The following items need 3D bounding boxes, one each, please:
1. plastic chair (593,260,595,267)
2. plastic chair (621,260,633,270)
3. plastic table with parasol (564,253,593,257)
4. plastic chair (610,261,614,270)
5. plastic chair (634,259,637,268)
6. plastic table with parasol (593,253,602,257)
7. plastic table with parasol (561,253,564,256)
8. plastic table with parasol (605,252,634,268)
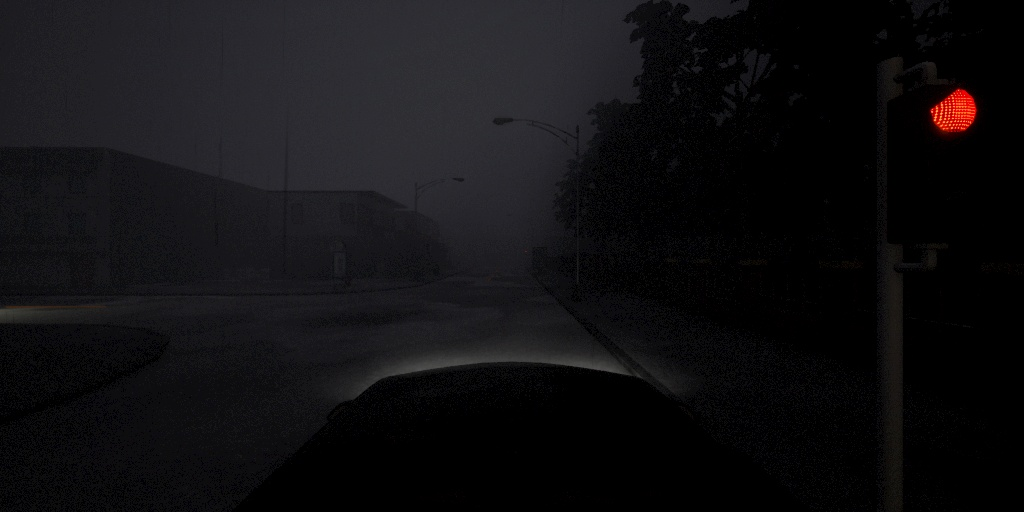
[{"bbox_3d":[13.715,1.304,58.508,0.730,1.272,0.750,0,0,-35],"label":"plastic chair"},{"bbox_3d":[16.022,1.296,50.184,0.750,1.272,0.730,0,0,-40],"label":"plastic chair"},{"bbox_3d":[9.970,0.684,53.921,2.482,2.480,2.482,0,0,-40],"label":"plastic table with parasol"},{"bbox_3d":[14.316,1.306,50.280,0.730,1.272,0.750,0,0,-35],"label":"plastic chair"},{"bbox_3d":[18.643,1.161,54.631,0.750,1.272,0.730,0,0,-39],"label":"plastic chair"},{"bbox_3d":[14.667,0.673,59.396,2.482,2.480,2.482,0,0,-42],"label":"plastic table with parasol"},{"bbox_3d":[10.680,0.705,62.362,2.482,2.480,2.482,0,0,-40],"label":"plastic table with parasol"},{"bbox_3d":[15.289,0.694,51.182,2.482,2.480,2.482,0,0,-40],"label":"plastic table with parasol"}]
